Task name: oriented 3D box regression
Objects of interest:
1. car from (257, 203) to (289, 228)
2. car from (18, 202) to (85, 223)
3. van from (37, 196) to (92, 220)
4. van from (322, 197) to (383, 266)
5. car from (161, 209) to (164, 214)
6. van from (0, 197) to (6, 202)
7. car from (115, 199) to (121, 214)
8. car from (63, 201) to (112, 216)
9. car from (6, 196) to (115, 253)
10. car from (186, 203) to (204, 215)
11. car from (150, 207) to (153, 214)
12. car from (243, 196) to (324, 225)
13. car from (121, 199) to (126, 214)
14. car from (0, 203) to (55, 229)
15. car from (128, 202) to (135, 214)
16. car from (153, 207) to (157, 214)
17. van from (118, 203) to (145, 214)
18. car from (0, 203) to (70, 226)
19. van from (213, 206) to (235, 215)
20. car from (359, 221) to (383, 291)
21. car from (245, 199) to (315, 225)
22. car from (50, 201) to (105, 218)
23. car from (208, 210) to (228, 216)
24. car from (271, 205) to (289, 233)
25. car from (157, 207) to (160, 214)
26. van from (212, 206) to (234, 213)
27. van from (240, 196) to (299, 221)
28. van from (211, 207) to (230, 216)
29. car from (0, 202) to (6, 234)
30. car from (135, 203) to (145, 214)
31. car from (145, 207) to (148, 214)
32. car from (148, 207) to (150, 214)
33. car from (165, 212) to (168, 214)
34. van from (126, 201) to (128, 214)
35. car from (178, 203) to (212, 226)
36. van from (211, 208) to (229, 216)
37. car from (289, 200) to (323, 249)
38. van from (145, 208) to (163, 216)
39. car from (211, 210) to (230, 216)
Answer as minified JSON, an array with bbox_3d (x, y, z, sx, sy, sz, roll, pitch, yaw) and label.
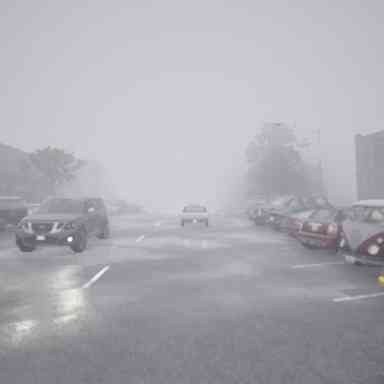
[{"bbox_3d":[6.482,1.515,18.646,4.792,1.488,2.163,1,-1,-20],"label":"car"},{"bbox_3d":[-11.276,1.575,27.069,4.792,1.488,2.163,-1,-1,-20],"label":"car"},{"bbox_3d":[-11.392,1.372,29.954,4.442,1.987,1.878,0,-1,-20],"label":"van"},{"bbox_3d":[6.309,1.233,9.610,4.442,1.987,1.878,1,0,-20],"label":"van"},{"bbox_3d":[-10.488,4.762,82.627,5.566,2.045,2.435,1,-5,-19],"label":"car"},{"bbox_3d":[-11.473,1.240,18.222,4.442,1.987,1.878,-1,0,-20],"label":"van"},{"bbox_3d":[-11.364,1.867,38.699,5.366,1.575,1.946,0,-2,-19],"label":"car"},{"bbox_3d":[-11.229,1.759,35.844,4.892,1.521,2.231,0,-2,-19],"label":"car"},{"bbox_3d":[-5.061,1.191,13.916,2.150,2.045,5.566,0,0,0],"label":"car"},{"bbox_3d":[0.362,2.055,41.385,2.033,1.411,5.357,0,-3,1],"label":"car"},{"bbox_3d":[-10.971,3.632,65.020,5.366,1.575,1.946,1,-4,-19],"label":"car"},{"bbox_3d":[6.454,1.254,21.611,5.566,2.045,2.435,1,0,-20],"label":"car"},{"bbox_3d":[-11.164,2.003,41.687,4.892,1.521,2.231,0,-3,-19],"label":"car"},{"bbox_3d":[-11.348,1.525,21.196,4.674,1.452,2.002,-1,-1,-20],"label":"car"},{"bbox_3d":[-11.072,2.325,47.523,4.892,1.521,2.231,0,-3,-19],"label":"car"},{"bbox_3d":[-10.858,4.087,70.862,5.366,1.575,1.946,1,-4,-19],"label":"car"},{"bbox_3d":[-10.793,2.959,59.291,4.442,1.987,1.878,1,-5,-19],"label":"van"},{"bbox_3d":[-11.329,1.551,24.135,4.674,1.452,2.002,-1,-1,-20],"label":"car"},{"bbox_3d":[7.349,4.304,76.383,4.442,1.987,1.878,2,-5,-19],"label":"van"},{"bbox_3d":[6.234,1.461,6.594,5.366,1.575,1.946,1,0,-20],"label":"car"},{"bbox_3d":[6.525,1.406,24.630,4.553,1.767,2.185,1,-1,-19],"label":"car"},{"bbox_3d":[-11.260,1.667,32.918,5.008,1.535,2.097,0,-1,-20],"label":"car"},{"bbox_3d":[7.399,5.921,93.868,5.366,1.575,1.946,2,-5,-19],"label":"car"},{"bbox_3d":[6.434,1.510,15.641,4.674,1.452,2.002,1,-1,-20],"label":"car"},{"bbox_3d":[-10.563,4.552,76.771,4.892,1.521,2.231,1,-4,-19],"label":"car"},{"bbox_3d":[7.074,4.064,73.364,4.442,1.987,1.878,2,-4,-19],"label":"van"},{"bbox_3d":[6.405,1.341,27.575,4.442,1.987,1.878,1,-1,-19],"label":"van"},{"bbox_3d":[7.300,4.992,85.102,4.442,1.987,1.878,2,-5,-19],"label":"van"},{"bbox_3d":[-11.383,1.450,15.327,5.008,1.535,2.097,-1,0,-20],"label":"car"},{"bbox_3d":[-10.974,2.479,53.406,5.566,2.045,2.435,1,-5,-19],"label":"car"},{"bbox_3d":[-10.775,2.954,56.366,5.366,1.575,1.946,1,-5,-19],"label":"car"},{"bbox_3d":[-10.875,3.439,62.141,4.792,1.488,2.163,1,-4,-19],"label":"car"},{"bbox_3d":[-10.229,5.954,94.312,5.008,1.535,2.097,1,-5,-19],"label":"car"},{"bbox_3d":[-11.232,1.927,44.580,4.442,1.987,1.878,0,-3,-19],"label":"van"},{"bbox_3d":[0.195,1.631,23.773,1.895,1.301,4.718,0,0,0],"label":"car"},{"bbox_3d":[7.630,5.473,91.053,4.442,1.987,1.878,2,-5,-19],"label":"van"},{"bbox_3d":[6.396,1.337,12.641,4.553,1.767,2.185,1,0,-20],"label":"car"},{"bbox_3d":[-10.403,5.491,91.366,4.442,1.987,1.878,1,-5,-19],"label":"van"},{"bbox_3d":[7.458,5.496,88.061,4.674,1.452,2.002,2,-5,-19],"label":"car"}]
